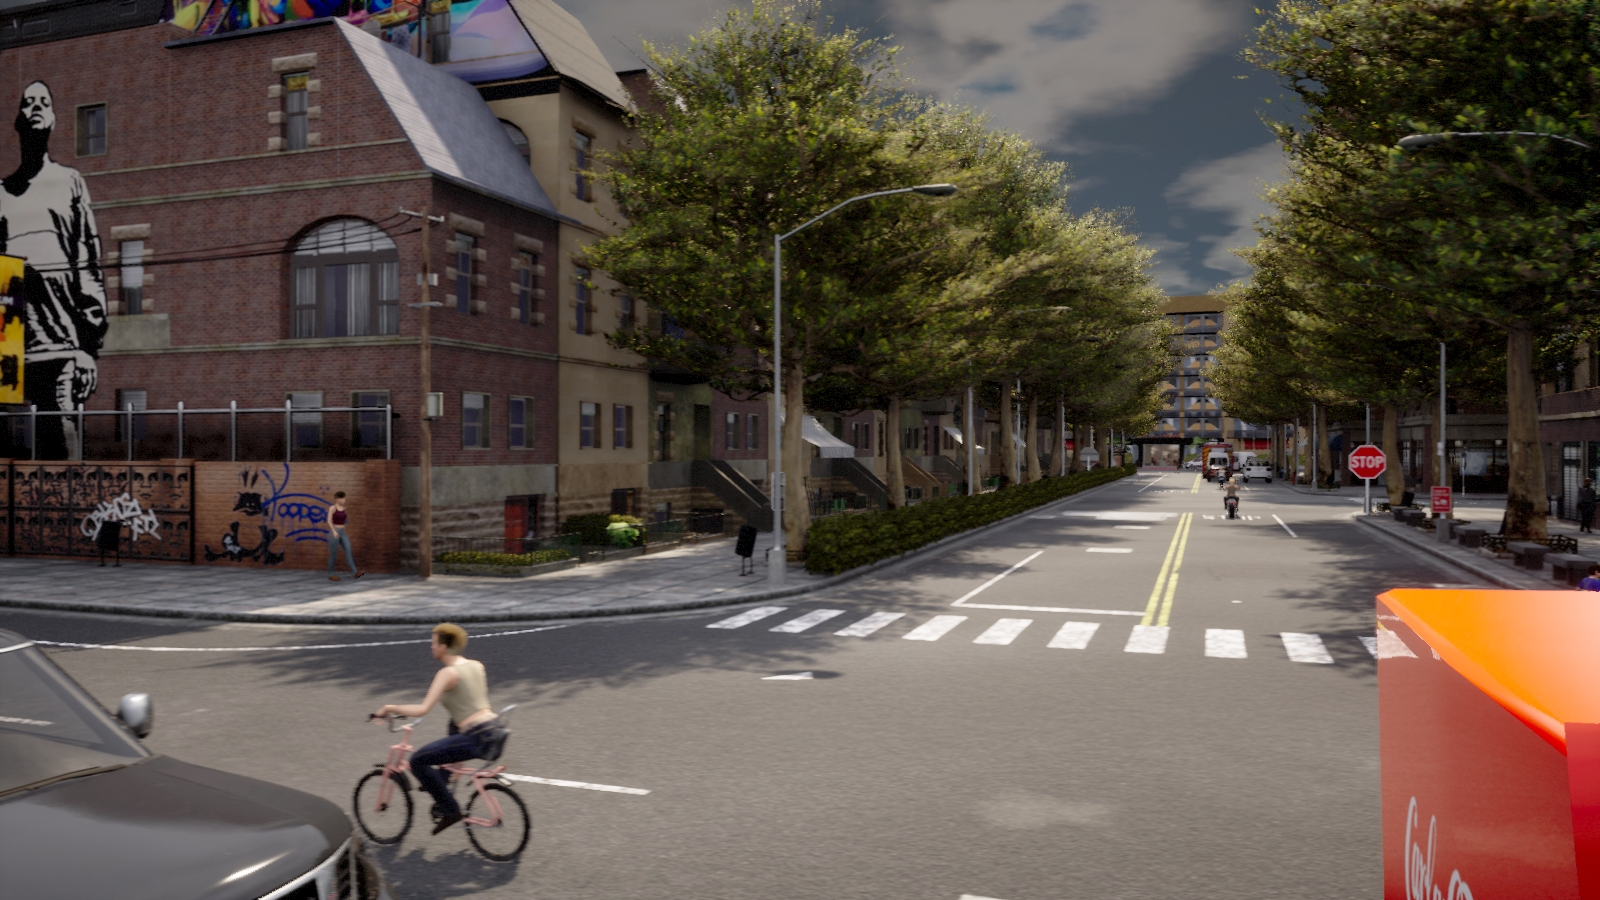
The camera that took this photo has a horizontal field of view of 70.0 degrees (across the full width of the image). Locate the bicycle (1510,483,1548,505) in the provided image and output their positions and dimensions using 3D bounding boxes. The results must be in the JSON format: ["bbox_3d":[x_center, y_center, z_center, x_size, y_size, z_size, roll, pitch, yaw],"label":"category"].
[{"bbox_3d":[37.800,2.261,59.265,1.487,1.080,0.859,0,0,18],"label":"bicycle"}]

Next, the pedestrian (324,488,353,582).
[{"bbox_3d":[-9.233,1.690,22.874,0.375,1.860,0.375,0,0,23],"label":"pedestrian"}]

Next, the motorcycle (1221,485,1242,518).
[{"bbox_3d":[18.190,2.169,48.174,0.764,1.277,2.356,0,0,20],"label":"motorcycle"}]

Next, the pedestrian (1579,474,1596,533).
[{"bbox_3d":[25.161,1.700,36.502,0.375,1.860,0.375,0,0,19],"label":"pedestrian"}]

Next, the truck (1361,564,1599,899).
[{"bbox_3d":[3.973,1.584,1.857,5.204,2.467,2.627,-1,0,20],"label":"truck"}]

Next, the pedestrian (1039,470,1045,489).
[{"bbox_3d":[16.243,1.971,76.604,0.375,1.300,0.375,0,0,20],"label":"pedestrian"}]

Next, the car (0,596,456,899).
[{"bbox_3d":[-4.475,1.778,4.897,5.566,2.045,2.150,0,0,20],"label":"car"}]

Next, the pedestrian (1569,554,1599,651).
[{"bbox_3d":[11.051,2.130,15.989,0.375,1.300,0.375,0,0,15],"label":"pedestrian"}]
